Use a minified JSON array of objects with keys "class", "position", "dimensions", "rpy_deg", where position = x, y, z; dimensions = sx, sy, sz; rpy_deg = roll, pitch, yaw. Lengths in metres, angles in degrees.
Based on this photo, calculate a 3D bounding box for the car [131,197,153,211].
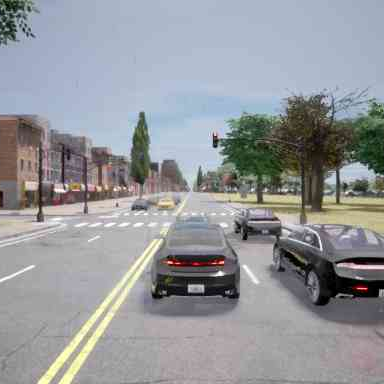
[{"class":"car","position":[-6.609,1.676,43.124],"dimensions":[1.994,1.385,4.181],"rpy_deg":[0,0,0]}]

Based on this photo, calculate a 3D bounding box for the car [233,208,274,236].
[{"class":"car","position":[3.294,1.577,17.275],"dimensions":[2.128,1.511,4.902],"rpy_deg":[0,0,0]}]

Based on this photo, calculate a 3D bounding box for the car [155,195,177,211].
[{"class":"car","position":[-3.357,1.588,43.704],"dimensions":[1.882,1.535,5.008],"rpy_deg":[0,0,1]}]

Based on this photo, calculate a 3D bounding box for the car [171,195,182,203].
[{"class":"car","position":[-3.265,1.446,69.361],"dimensions":[2.033,1.411,5.357],"rpy_deg":[0,1,0]}]

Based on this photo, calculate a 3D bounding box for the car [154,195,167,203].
[{"class":"car","position":[-6.515,1.417,68.934],"dimensions":[2.128,1.511,4.902],"rpy_deg":[0,1,0]}]

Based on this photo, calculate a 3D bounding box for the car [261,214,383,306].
[{"class":"car","position":[3.328,1.515,8.065],"dimensions":[2.128,1.511,4.902],"rpy_deg":[0,0,0]}]

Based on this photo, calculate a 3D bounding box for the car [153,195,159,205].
[{"class":"car","position":[-6.601,1.576,55.218],"dimensions":[2.033,1.411,5.357],"rpy_deg":[0,0,0]}]

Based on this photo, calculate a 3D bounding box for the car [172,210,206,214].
[{"class":"car","position":[0.048,1.689,17.811],"dimensions":[1.895,1.301,4.718],"rpy_deg":[0,0,0]}]

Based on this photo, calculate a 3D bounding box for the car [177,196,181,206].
[{"class":"car","position":[-3.353,1.584,56.233],"dimensions":[1.994,1.385,4.181],"rpy_deg":[0,0,0]}]

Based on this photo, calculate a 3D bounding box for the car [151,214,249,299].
[{"class":"car","position":[0.080,1.531,8.506],"dimensions":[1.837,1.490,4.892],"rpy_deg":[0,0,0]}]
